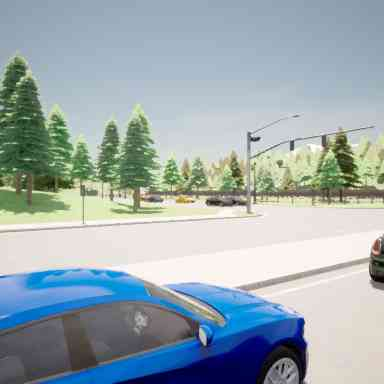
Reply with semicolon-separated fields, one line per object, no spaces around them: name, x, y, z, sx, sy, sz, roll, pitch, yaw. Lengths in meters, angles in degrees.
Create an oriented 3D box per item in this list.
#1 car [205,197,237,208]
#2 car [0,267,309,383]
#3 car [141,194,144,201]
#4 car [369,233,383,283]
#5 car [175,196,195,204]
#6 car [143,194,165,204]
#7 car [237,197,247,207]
car;4.048;1.478;49.925;1.882;1.535;5.008;0;0;-35
car;-0.979;1.478;3.049;5.008;1.535;1.882;0;0;-35
car;-9.874;1.249;76.140;2.097;1.767;4.553;0;0;-35
car;6.520;1.352;8.418;4.553;1.767;2.097;0;0;-35
car;-1.283;1.478;63.738;1.882;1.535;5.008;0;0;-34
car;-7.267;1.507;66.238;1.837;1.490;4.892;0;-1;-34
car;6.670;1.478;52.287;1.882;1.535;5.008;0;1;-35
